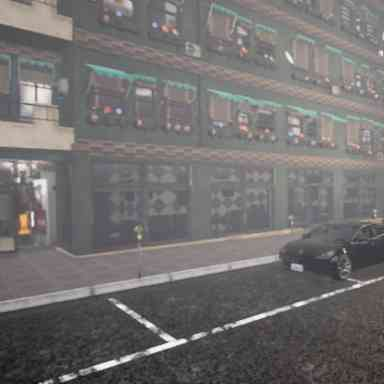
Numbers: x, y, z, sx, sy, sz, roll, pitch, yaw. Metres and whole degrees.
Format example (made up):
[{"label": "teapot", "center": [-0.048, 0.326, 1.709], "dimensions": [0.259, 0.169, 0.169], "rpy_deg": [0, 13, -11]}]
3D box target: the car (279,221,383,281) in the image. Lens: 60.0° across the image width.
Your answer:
[{"label": "car", "center": [4.445, 1.541, 9.736], "dimensions": [4.313, 1.339, 1.947], "rpy_deg": [0, -1, -35]}]
